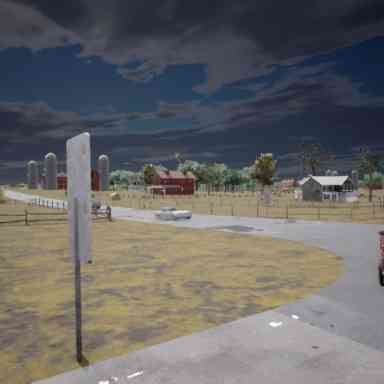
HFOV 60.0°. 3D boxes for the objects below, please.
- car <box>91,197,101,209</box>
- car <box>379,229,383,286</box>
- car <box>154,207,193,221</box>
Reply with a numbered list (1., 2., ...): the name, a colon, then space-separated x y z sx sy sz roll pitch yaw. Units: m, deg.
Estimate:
1. car: -16.717 1.933 54.364 2.150 2.045 5.566 -1 1 -36
2. car: 6.103 1.352 8.632 2.097 1.767 4.553 -1 0 29
3. car: -1.925 2.180 33.642 1.895 1.301 4.718 -1 0 -36
